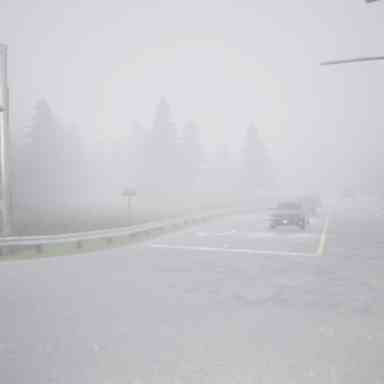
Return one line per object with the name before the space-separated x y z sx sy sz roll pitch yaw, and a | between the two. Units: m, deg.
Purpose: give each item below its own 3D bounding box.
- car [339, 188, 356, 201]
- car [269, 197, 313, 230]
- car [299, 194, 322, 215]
car | 24.474 0.335 52.315 2.150 2.045 5.566 -1 0 25
car | 5.726 1.253 19.304 1.837 1.490 4.892 -1 0 23
car | 9.550 1.100 28.165 2.128 1.511 4.902 -1 0 24
